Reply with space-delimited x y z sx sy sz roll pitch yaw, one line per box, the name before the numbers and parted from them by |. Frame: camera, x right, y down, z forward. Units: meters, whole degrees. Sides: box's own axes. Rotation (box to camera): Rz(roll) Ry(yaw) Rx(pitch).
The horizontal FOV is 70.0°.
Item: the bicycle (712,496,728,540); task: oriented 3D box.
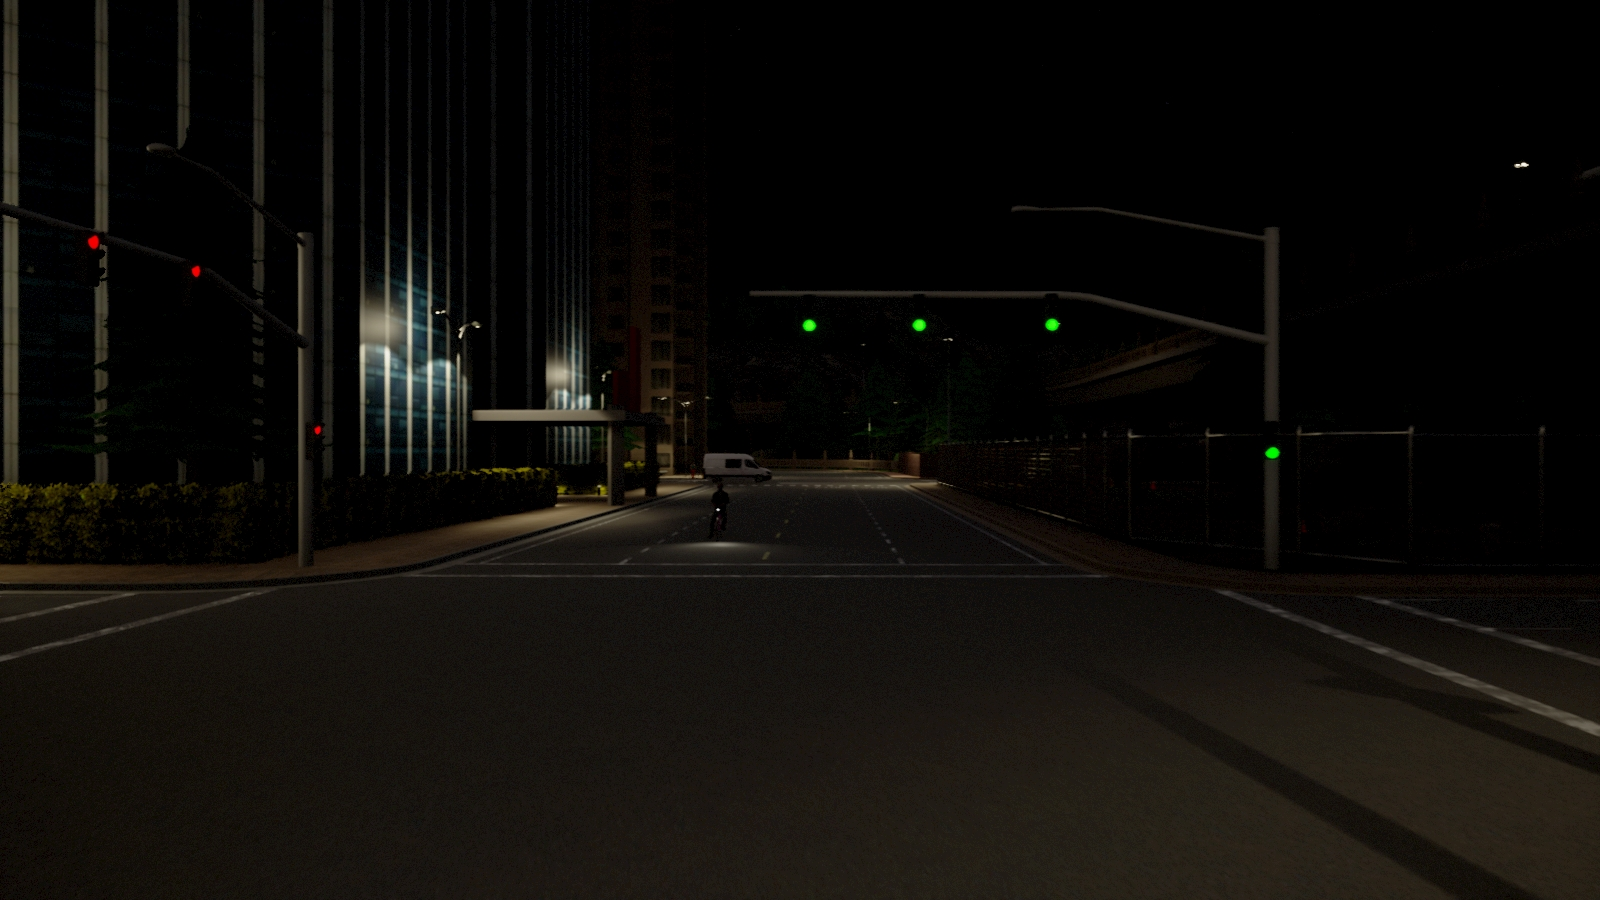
bicycle | -2.504 2.120 35.737 0.329 1.271 1.835 0 0 2
